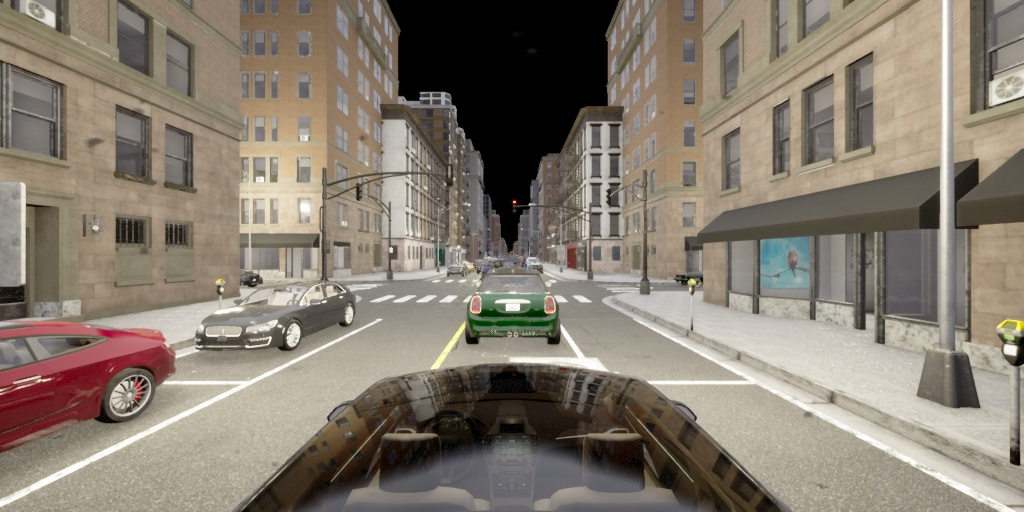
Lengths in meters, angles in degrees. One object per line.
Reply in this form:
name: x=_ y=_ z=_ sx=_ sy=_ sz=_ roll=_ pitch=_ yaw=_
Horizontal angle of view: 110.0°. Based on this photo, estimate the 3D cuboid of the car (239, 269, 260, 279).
car: x=-17.145 y=1.222 z=21.077 sx=4.181 sy=1.385 sz=1.994 roll=0 pitch=0 yaw=0

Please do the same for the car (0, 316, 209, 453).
car: x=-5.389 y=1.332 z=3.161 sx=1.802 sy=1.307 sz=4.207 roll=0 pitch=0 yaw=0

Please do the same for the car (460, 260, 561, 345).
car: x=0.040 y=1.101 z=9.685 sx=2.097 sy=1.767 sz=4.553 roll=0 pitch=0 yaw=1

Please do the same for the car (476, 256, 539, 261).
car: x=-0.267 y=1.097 z=24.891 sx=2.097 sy=1.767 sz=4.553 roll=1 pitch=0 yaw=-34

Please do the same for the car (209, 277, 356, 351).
car: x=-5.389 y=1.300 z=8.843 sx=2.007 sy=1.370 sz=4.403 roll=0 pitch=0 yaw=0

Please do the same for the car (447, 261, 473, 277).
car: x=-5.393 y=1.294 z=35.719 sx=2.007 sy=1.370 sz=4.403 roll=0 pitch=0 yaw=0

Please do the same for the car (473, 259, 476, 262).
car: x=-2.852 y=1.248 z=39.546 sx=1.837 sy=1.490 sz=4.892 roll=0 pitch=0 yaw=0

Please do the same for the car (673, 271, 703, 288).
car: x=13.495 y=1.429 z=24.079 sx=4.718 sy=1.301 sz=1.895 roll=0 pitch=0 yaw=0
